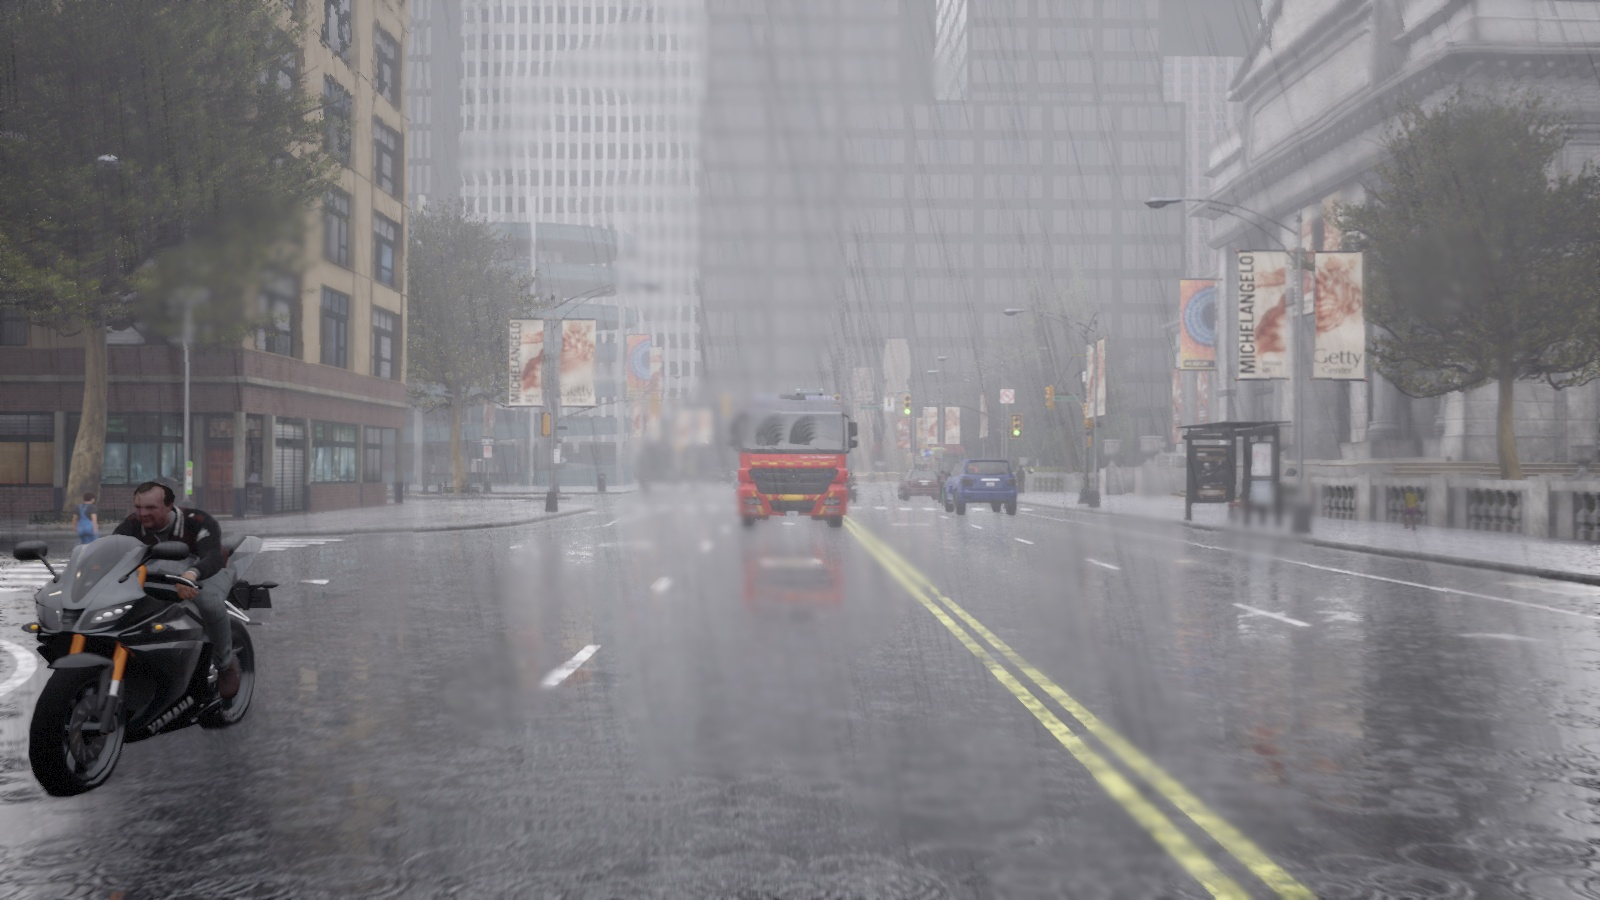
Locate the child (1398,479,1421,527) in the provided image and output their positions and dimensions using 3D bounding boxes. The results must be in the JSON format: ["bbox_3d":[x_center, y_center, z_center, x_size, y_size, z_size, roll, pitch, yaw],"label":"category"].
[{"bbox_3d":[14.915,1.301,30.731,0.299,1.160,0.473,0,-1,-8],"label":"child"}]

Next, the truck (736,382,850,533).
[{"bbox_3d":[-0.219,0.259,36.321,2.891,3.827,8.468,0,-1,-1],"label":"truck"}]

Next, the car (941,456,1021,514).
[{"bbox_3d":[6.686,1.292,47.082,2.150,2.045,5.566,0,-1,0],"label":"car"}]

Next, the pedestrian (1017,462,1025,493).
[{"bbox_3d":[13.614,1.708,77.420,0.395,1.930,0.692,0,-1,0],"label":"pedestrian"}]

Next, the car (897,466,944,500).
[{"bbox_3d":[6.543,1.793,68.577,2.097,1.767,4.553,0,-1,0],"label":"car"}]

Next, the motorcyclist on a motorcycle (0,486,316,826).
[{"bbox_3d":[-3.502,0.980,6.884,0.866,1.530,2.191,0,-1,-1],"label":"motorcyclist on a motorcycle"}]

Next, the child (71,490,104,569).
[{"bbox_3d":[-11.666,1.297,20.564,0.270,1.263,0.437,0,-1,2],"label":"child"}]

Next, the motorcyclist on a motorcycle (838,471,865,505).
[{"bbox_3d":[2.411,1.775,59.086,0.797,1.523,2.044,-1,-1,-12],"label":"motorcyclist on a motorcycle"}]
